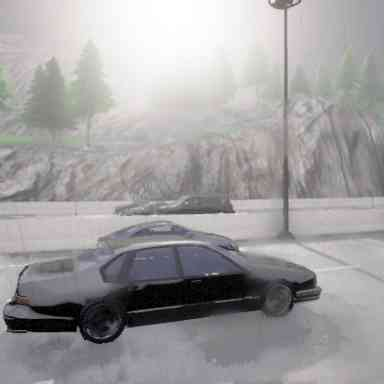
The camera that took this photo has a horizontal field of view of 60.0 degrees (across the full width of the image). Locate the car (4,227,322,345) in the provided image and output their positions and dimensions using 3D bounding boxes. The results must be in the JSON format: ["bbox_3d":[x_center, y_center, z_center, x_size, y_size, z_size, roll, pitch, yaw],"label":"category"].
[{"bbox_3d":[-0.335,1.535,6.127,5.357,1.411,2.033,0,0,-19],"label":"car"}]

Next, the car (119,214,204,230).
[{"bbox_3d":[-0.727,1.545,9.757,4.181,1.385,1.994,0,0,-19],"label":"car"}]

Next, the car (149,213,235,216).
[{"bbox_3d":[0.035,1.179,21.355,5.566,2.045,2.150,0,0,-21],"label":"car"}]

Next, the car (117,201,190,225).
[{"bbox_3d":[-2.796,1.446,24.070,4.902,1.511,2.128,0,0,-20],"label":"car"}]
